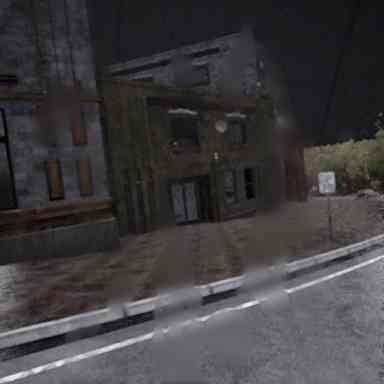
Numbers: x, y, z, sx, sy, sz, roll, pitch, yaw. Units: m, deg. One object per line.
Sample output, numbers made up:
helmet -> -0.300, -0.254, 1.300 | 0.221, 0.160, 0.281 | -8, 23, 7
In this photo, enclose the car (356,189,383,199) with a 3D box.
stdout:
car -> 28.147, 0.333, 53.391 | 1.837, 1.490, 4.892 | -6, -1, 3
